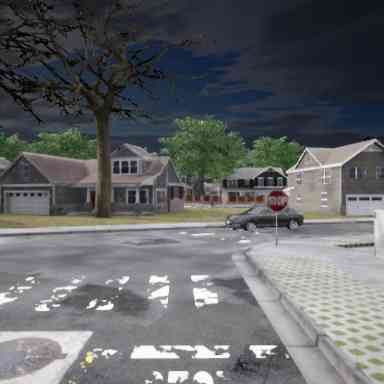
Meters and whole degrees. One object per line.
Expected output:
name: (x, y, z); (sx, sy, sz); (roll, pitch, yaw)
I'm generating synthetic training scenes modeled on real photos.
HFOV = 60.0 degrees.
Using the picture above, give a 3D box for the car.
car: (4.339, 1.537, 19.864); (4.892, 1.490, 1.837); (0, 0, -20)
